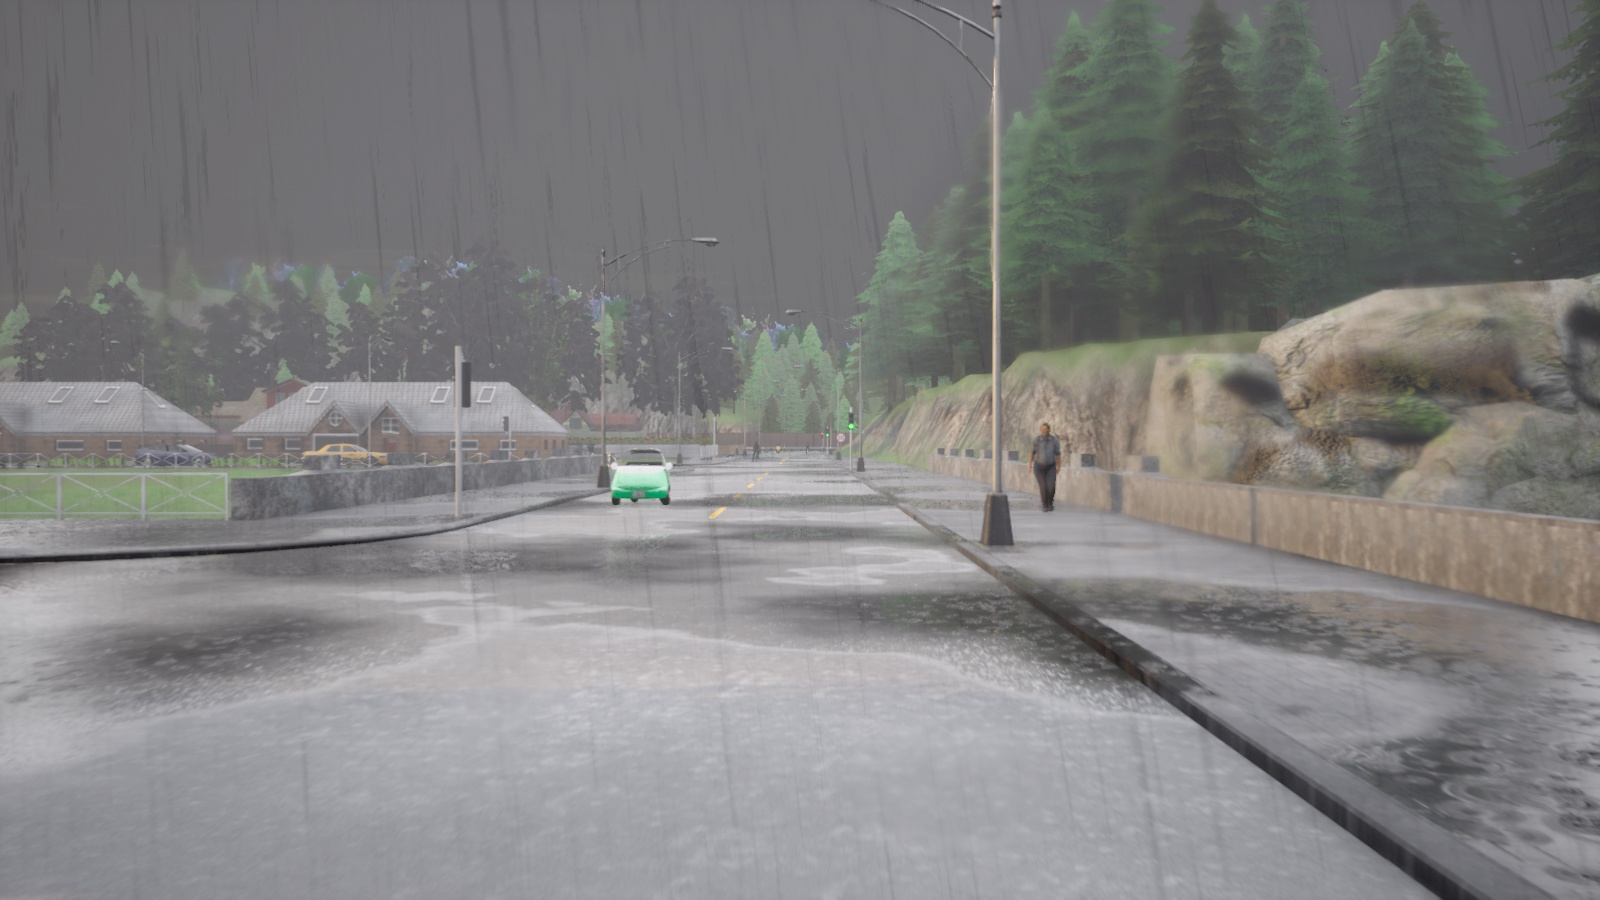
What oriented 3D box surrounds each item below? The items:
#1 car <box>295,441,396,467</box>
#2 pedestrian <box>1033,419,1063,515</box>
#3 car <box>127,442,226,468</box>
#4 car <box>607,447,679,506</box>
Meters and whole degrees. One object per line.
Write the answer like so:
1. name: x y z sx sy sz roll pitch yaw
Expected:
1. car: -27.017 0.228 74.710 5.366 1.575 1.801 0 0 0
2. pedestrian: 4.826 0.317 24.484 0.540 1.848 0.694 0 0 9
3. car: -37.078 0.280 74.768 4.792 1.488 2.163 0 0 0
4. car: -3.804 0.619 30.645 1.481 1.376 2.207 0 0 0
